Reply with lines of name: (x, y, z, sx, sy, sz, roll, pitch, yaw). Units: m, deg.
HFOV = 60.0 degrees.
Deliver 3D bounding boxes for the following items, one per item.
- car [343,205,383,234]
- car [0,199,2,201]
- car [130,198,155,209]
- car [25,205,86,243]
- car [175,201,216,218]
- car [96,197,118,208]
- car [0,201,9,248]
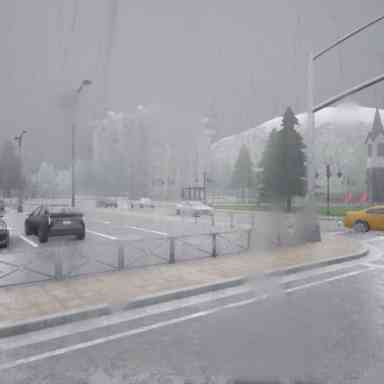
car: (10.813, 1.477, 17.721, 5.008, 1.535, 1.882, 0, 0, 39)
car: (-21.592, 1.374, 36.423, 1.845, 1.501, 3.633, 0, 0, -36)
car: (-6.816, 1.526, 45.805, 1.812, 1.442, 4.674, 0, 0, -36)
car: (-6.356, 1.340, 15.313, 2.007, 1.523, 4.514, 0, 0, -36)
car: (0.190, 1.526, 30.240, 1.812, 1.442, 4.674, 0, 0, -37)
car: (-12.106, 1.515, 47.071, 1.837, 1.490, 4.892, 0, 0, -36)
car: (-8.870, 1.331, 13.436, 2.152, 1.636, 5.027, 0, 0, -36)
